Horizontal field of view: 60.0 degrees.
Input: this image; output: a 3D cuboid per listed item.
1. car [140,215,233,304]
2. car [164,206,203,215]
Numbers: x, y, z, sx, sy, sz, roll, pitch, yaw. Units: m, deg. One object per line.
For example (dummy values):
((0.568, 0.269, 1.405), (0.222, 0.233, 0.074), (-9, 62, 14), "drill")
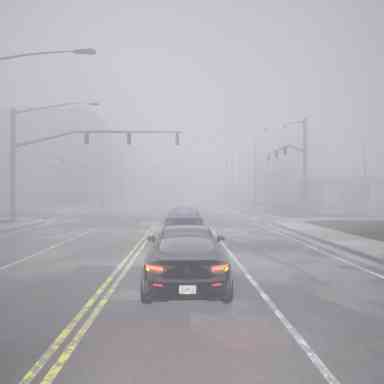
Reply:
((-0.141, 1.526, 8.065), (1.812, 1.442, 4.674), (0, 0, -2), "car")
((-0.420, 1.478, 17.114), (1.882, 1.535, 5.008), (0, 0, -2), "car")
